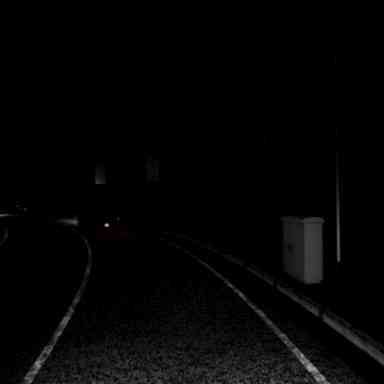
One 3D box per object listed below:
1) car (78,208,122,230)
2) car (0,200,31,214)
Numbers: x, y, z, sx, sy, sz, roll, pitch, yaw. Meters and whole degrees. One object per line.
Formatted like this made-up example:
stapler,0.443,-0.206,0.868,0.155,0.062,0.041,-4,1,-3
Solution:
car,-6.044,1.652,21.402,1.895,1.301,4.718,0,0,-29
car,-19.077,1.575,35.688,4.674,1.442,1.812,0,-1,36
